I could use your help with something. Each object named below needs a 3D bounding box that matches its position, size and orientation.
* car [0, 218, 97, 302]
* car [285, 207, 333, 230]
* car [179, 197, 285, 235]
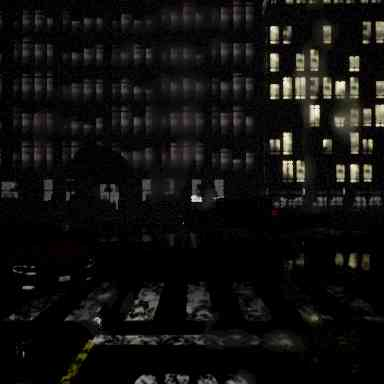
[{"bbox_3d":[-4.226,1.481,8.621,1.882,1.535,5.008,2,-1,-42],"label":"car"},{"bbox_3d":[6.443,1.729,22.116,5.357,1.411,2.033,1,-1,1],"label":"car"},{"bbox_3d":[2.058,1.288,18.922,5.566,2.045,2.150,1,-1,1],"label":"car"}]
